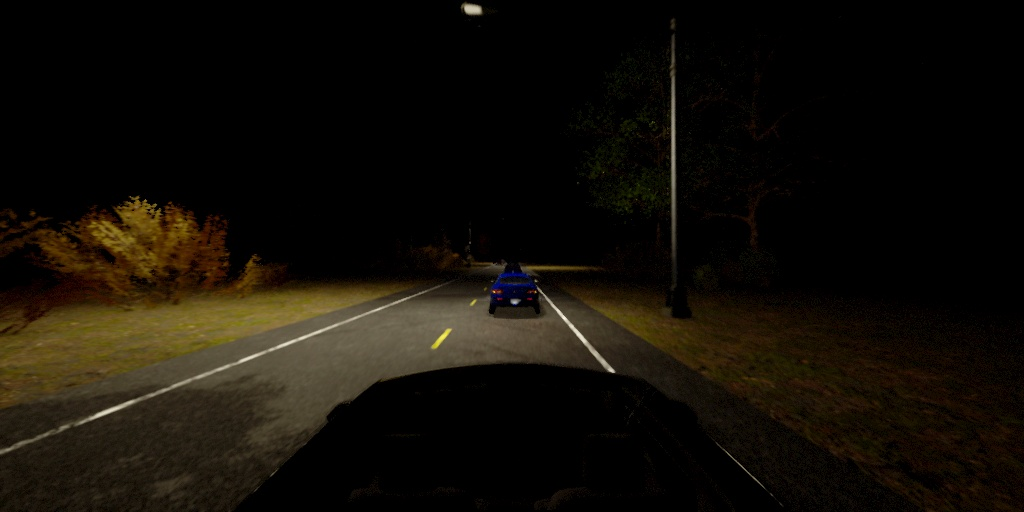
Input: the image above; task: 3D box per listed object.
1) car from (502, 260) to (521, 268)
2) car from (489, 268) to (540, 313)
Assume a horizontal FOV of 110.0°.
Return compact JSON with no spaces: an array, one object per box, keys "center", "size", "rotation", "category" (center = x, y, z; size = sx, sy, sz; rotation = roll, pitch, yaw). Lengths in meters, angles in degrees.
[{"center":[0.096,1.524,42.750],"size":[1.882,1.535,5.008],"rotation":[0,0,0],"category":"car"},{"center":[0.095,1.375,14.464],"size":[1.812,1.442,4.674],"rotation":[0,0,0],"category":"car"}]
